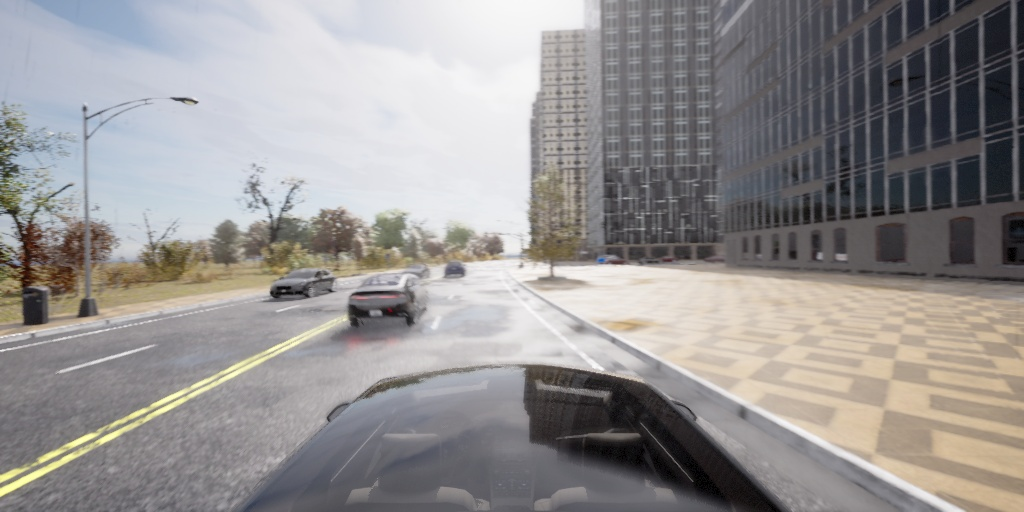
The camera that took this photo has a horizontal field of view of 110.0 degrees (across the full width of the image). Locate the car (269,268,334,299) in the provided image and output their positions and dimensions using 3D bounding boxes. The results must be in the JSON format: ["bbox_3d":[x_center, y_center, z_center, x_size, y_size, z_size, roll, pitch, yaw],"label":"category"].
[{"bbox_3d":[-11.469,1.475,20.098,1.837,1.490,4.892,-1,0,-5],"label":"car"}]

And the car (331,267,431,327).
[{"bbox_3d":[-3.933,1.327,12.046,2.128,1.511,4.902,-1,0,-7],"label":"car"}]

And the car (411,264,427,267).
[{"bbox_3d":[-9.228,1.514,35.223,2.033,1.411,5.357,-1,0,-2],"label":"car"}]

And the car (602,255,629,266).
[{"bbox_3d":[18.336,0.839,62.604,4.097,1.591,1.967,0,0,4],"label":"car"}]

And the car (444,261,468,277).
[{"bbox_3d":[-5.901,1.273,38.105,2.097,1.767,4.553,-1,0,-2],"label":"car"}]
